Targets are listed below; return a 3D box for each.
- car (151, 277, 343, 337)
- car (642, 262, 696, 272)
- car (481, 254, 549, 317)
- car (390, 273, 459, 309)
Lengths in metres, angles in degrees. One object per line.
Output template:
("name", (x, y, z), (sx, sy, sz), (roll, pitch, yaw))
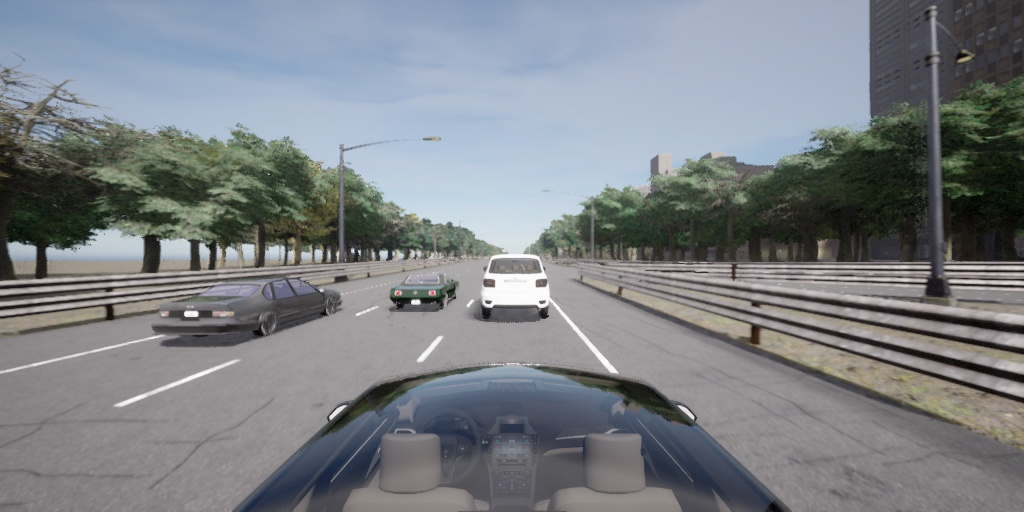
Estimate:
("car", (-6.902, 1.293, 10.223), (2.033, 1.411, 5.357), (0, 0, 0))
("car", (12.522, 1.182, 29.025), (1.812, 1.442, 4.674), (0, 0, -24))
("car", (0.099, 0.963, 13.208), (2.150, 2.045, 5.566), (0, 0, 0))
("car", (-3.401, 1.339, 14.908), (1.895, 1.301, 4.718), (0, 0, 0))
